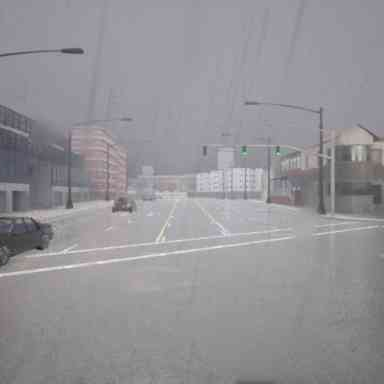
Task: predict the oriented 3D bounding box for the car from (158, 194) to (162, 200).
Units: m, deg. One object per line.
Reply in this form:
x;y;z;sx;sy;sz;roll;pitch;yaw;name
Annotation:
-8.656;1.310;85.537;2.128;1.511;4.902;0;-1;-2;car

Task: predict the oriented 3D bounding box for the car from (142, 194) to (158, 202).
-7.992;1.055;61.094;2.128;1.511;4.902;0;0;-2;car

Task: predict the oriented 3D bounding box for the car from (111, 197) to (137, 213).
-7.314;1.331;36.088;2.097;1.767;4.553;0;1;-2;car

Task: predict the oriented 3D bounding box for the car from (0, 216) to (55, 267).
-6.653;1.591;11.744;2.033;1.411;5.357;0;0;-2;car
